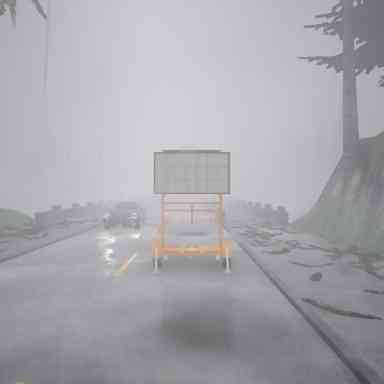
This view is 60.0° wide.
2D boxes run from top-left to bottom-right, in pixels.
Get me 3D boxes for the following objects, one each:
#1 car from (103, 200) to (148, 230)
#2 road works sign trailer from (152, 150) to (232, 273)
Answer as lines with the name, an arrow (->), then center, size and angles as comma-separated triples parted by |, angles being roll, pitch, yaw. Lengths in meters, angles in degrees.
car -> -4.107, 1.351, 21.052 | 2.097, 1.767, 4.553 | 0, 0, 0
road works sign trailer -> -0.004, 0.464, 10.650 | 2.380, 3.560, 2.880 | 0, 0, 0
